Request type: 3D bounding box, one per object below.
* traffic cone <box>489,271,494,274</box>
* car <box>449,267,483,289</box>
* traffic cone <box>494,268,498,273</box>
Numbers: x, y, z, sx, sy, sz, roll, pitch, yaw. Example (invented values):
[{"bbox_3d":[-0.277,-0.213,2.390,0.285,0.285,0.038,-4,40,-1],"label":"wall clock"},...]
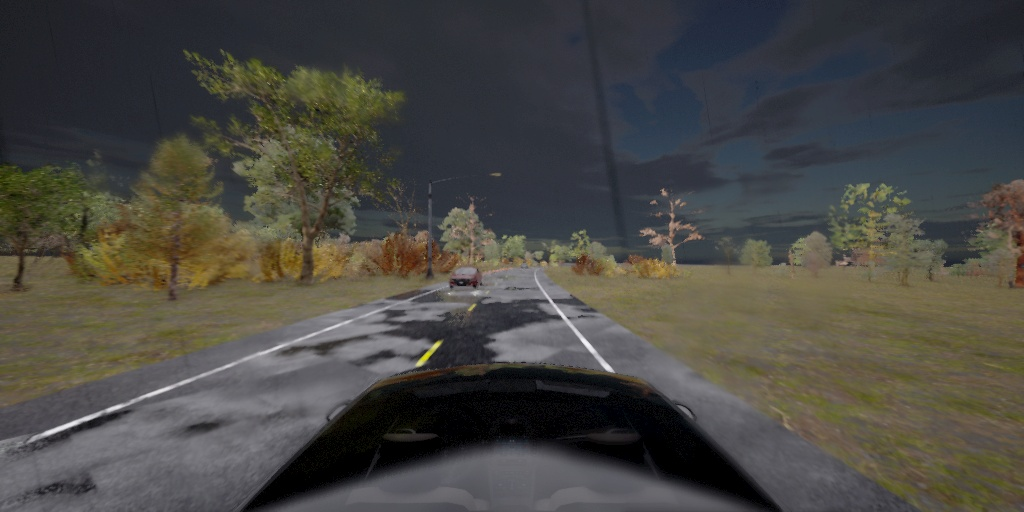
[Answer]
[{"bbox_3d":[-3.283,2.336,53.585,0.340,0.580,0.340,0,0,4],"label":"traffic cone"},{"bbox_3d":[-3.239,1.510,26.036,1.882,1.535,5.008,0,-1,2],"label":"car"},{"bbox_3d":[-2.948,2.406,58.593,0.340,0.580,0.340,0,0,4],"label":"traffic cone"}]
